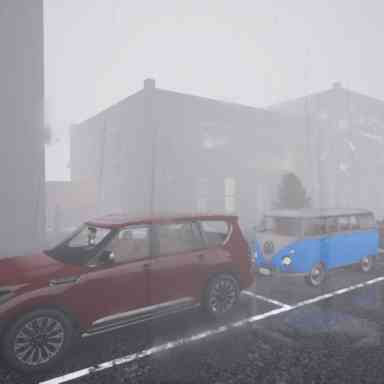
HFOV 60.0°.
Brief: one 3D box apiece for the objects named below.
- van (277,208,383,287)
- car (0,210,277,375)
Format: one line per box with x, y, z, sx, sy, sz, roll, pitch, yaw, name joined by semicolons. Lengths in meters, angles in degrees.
3.404;1.337;9.002;3.998;1.788;1.690;0;-1;-36;van
-1.111;1.314;5.777;5.009;1.841;2.192;0;-1;-36;car
